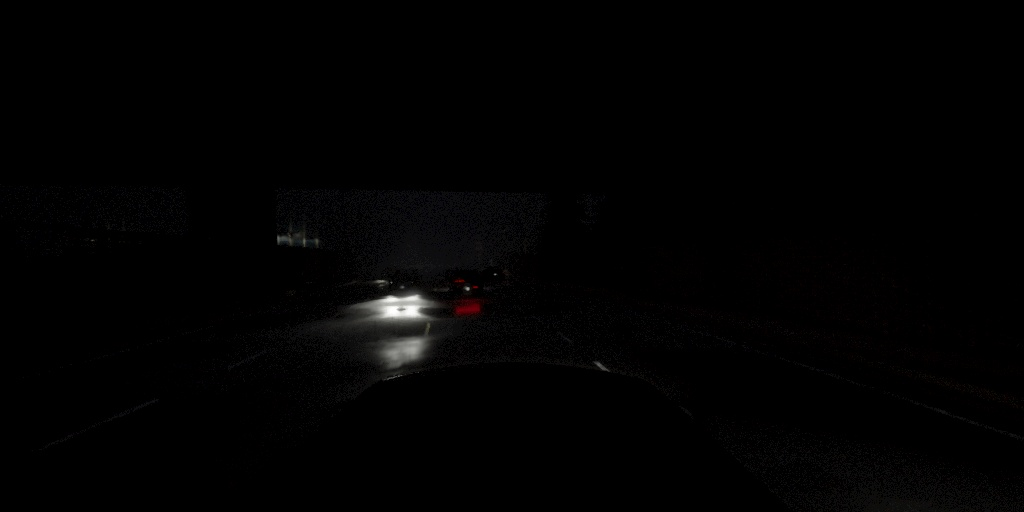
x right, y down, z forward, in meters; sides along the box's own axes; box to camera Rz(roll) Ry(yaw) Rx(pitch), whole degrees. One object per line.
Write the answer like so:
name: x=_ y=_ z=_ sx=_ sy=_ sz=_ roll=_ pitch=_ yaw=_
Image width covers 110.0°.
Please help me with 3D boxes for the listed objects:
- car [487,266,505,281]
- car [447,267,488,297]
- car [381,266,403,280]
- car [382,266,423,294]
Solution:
car: x=-1.946 y=1.709 z=35.421 sx=1.994 sy=1.385 sz=4.181 roll=-1 pitch=-1 yaw=-11
car: x=-2.797 y=1.522 z=21.492 sx=1.837 sy=1.490 sz=4.892 roll=-1 pitch=0 yaw=-11
car: x=-14.130 y=1.952 z=42.410 sx=1.882 sy=1.535 sz=5.008 roll=-1 pitch=-1 yaw=-11
car: x=-6.944 y=1.614 z=23.617 sx=2.128 sy=1.511 sz=4.902 roll=-1 pitch=-1 yaw=-11
